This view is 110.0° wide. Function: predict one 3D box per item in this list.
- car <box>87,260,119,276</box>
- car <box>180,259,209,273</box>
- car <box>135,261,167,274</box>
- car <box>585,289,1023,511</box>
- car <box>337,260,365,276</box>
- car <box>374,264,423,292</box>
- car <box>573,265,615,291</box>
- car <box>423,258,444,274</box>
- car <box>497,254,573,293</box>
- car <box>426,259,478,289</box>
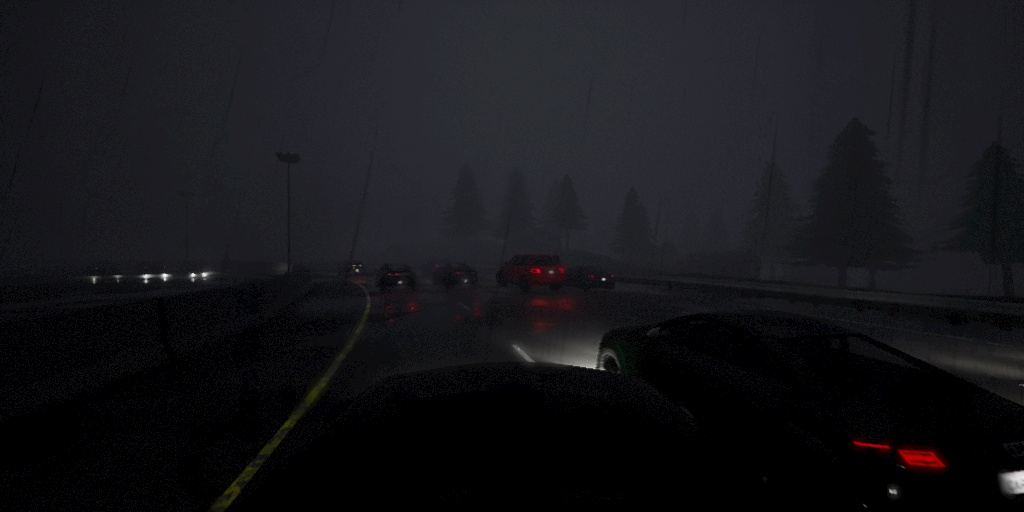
[{"bbox_3d":[-41.810,1.176,36.652,5.008,1.535,1.882,0,0,36],"label":"car"},{"bbox_3d":[-36.999,1.130,41.755,4.902,1.511,2.128,0,0,38],"label":"car"},{"bbox_3d":[-39.685,1.245,39.432,4.718,1.301,1.895,0,0,36],"label":"car"},{"bbox_3d":[2.612,1.306,4.099,1.994,1.385,4.181,0,0,-12],"label":"car"},{"bbox_3d":[-16.086,1.152,35.774,1.837,1.490,4.892,0,-1,-37],"label":"car"},{"bbox_3d":[-6.935,1.185,21.133,2.128,1.511,4.902,0,0,-25],"label":"car"},{"bbox_3d":[4.313,1.254,21.688,1.994,1.385,4.181,0,0,-22],"label":"car"},{"bbox_3d":[-7.553,1.003,35.922,2.097,1.767,4.553,0,0,-34],"label":"car"},{"bbox_3d":[0.977,0.915,20.772,2.150,2.045,5.566,0,0,-23],"label":"car"},{"bbox_3d":[-3.644,1.181,22.373,2.128,1.511,4.902,0,0,-25],"label":"car"}]
